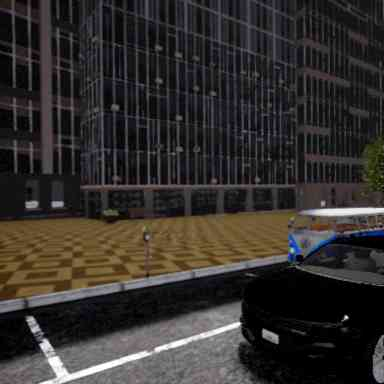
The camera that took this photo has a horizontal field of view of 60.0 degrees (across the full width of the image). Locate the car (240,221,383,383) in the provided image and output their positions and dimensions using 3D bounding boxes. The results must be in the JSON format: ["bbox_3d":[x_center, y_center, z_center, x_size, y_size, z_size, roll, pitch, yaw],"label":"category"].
[{"bbox_3d":[2.993,1.495,5.498,5.008,1.535,1.882,0,0,-35],"label":"car"}]

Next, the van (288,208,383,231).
[{"bbox_3d":[4.563,1.371,9.832,3.998,1.788,1.690,0,-1,-35],"label":"van"}]
